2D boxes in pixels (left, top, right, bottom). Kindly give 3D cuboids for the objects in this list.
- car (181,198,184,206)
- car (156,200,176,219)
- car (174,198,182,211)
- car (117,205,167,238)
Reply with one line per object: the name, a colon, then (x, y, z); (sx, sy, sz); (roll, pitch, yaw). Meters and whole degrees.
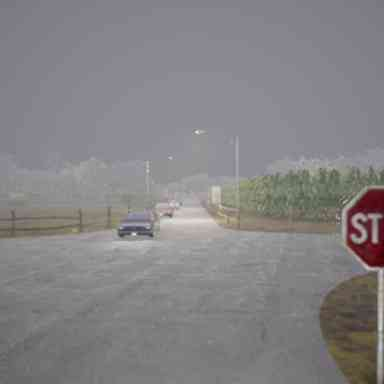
car: (-2.653, 1.889, 63.049); (1.837, 1.490, 4.892); (0, -1, 1)
car: (-2.803, 1.774, 32.514); (1.812, 1.442, 4.674); (0, 0, 0)
car: (-2.773, 1.922, 46.598); (1.895, 1.301, 4.718); (0, 0, 0)
car: (-2.832, 1.702, 18.889); (2.033, 1.411, 5.357); (0, -1, 0)
